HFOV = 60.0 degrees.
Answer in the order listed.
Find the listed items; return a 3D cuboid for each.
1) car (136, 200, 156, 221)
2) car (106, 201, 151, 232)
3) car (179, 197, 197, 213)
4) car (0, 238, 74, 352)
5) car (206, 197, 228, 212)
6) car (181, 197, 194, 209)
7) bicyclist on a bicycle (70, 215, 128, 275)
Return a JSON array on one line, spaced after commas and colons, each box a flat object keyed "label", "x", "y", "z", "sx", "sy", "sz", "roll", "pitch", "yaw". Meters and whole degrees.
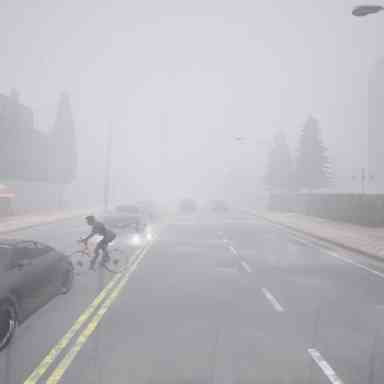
[{"label": "car", "x": -3.847, "y": 1.330, "z": 26.052, "sx": 1.812, "sy": 1.442, "sz": 4.674, "roll": 0, "pitch": 0, "yaw": -1}, {"label": "car", "x": -3.859, "y": 1.506, "z": 20.164, "sx": 1.837, "sy": 1.490, "sz": 4.892, "roll": 0, "pitch": 0, "yaw": -1}, {"label": "car", "x": -0.435, "y": 1.492, "z": 37.663, "sx": 2.128, "sy": 1.511, "sz": 4.902, "roll": 0, "pitch": 0, "yaw": -1}, {"label": "car", "x": -3.659, "y": 1.564, "z": 5.928, "sx": 1.994, "sy": 1.385, "sz": 4.181, "roll": 0, "pitch": 0, "yaw": -1}, {"label": "car", "x": 3.076, "y": 1.547, "z": 38.620, "sx": 2.033, "sy": 1.411, "sz": 5.357, "roll": 0, "pitch": 0, "yaw": -1}, {"label": "car", "x": -0.619, "y": 1.505, "z": 47.701, "sx": 1.837, "sy": 1.490, "sz": 4.892, "roll": 0, "pitch": 0, "yaw": 0}, {"label": "bicyclist on a bicycle", "x": -2.572, "y": 1.455, "z": 9.034, "sx": 1.656, "sy": 1.620, "sz": 0.582, "roll": -2, "pitch": 0, "yaw": -1}]
